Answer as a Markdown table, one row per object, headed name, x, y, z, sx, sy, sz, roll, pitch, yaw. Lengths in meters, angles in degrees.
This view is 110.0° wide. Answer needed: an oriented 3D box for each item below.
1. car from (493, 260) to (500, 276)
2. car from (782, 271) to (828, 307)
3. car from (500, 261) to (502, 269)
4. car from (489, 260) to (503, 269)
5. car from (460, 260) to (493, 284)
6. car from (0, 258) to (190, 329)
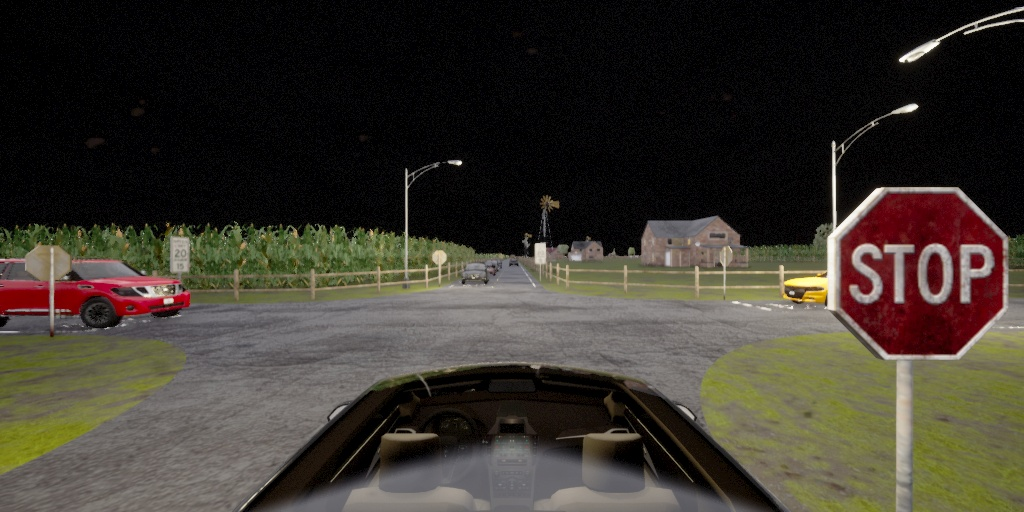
| name | x | y | z | sx | sy | sz | roll | pitch | yaw |
| --- | --- | --- | --- | --- | --- | --- | --- | --- | --- |
| car | -2.627 | 1.321 | 36.825 | 1.994 | 1.385 | 4.181 | 0 | 0 | 1 |
| car | 13.037 | 1.103 | 13.504 | 5.008 | 1.535 | 1.882 | -1 | 0 | 0 |
| car | -2.582 | 1.268 | 46.845 | 1.837 | 1.490 | 4.892 | 0 | 0 | 0 |
| car | -2.462 | 1.319 | 57.073 | 2.033 | 1.411 | 5.357 | 0 | 0 | 1 |
| car | -2.665 | 1.256 | 26.869 | 1.837 | 1.490 | 4.892 | 0 | 0 | -1 |
| car | -13.495 | 1.075 | 11.211 | 5.566 | 2.045 | 2.150 | 0 | 0 | 0 |
